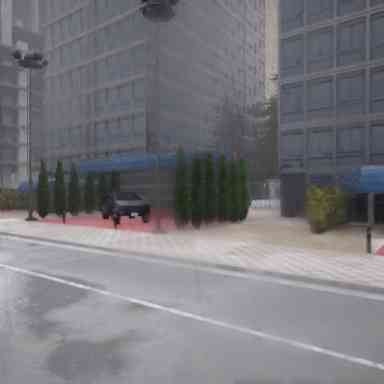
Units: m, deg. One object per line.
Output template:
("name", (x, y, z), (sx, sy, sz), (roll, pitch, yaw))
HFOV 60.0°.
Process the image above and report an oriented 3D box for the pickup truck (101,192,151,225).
("pickup truck", (-4.809, 1.038, 23.419), (2.390, 2.098, 6.274), (0, 0, -24))
